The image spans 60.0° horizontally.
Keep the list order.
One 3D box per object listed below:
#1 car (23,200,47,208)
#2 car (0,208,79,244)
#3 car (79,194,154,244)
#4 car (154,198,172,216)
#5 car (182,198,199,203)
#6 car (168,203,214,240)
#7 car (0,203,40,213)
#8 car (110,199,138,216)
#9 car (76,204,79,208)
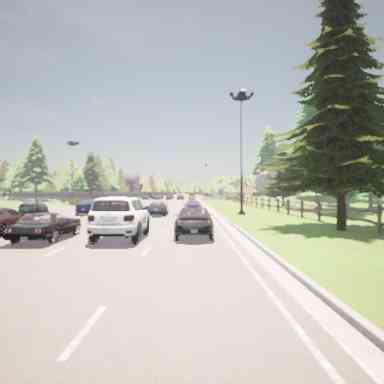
[{"bbox_3d":[-15.536,1.560,32.600,2.128,1.511,4.902,0,0,-11],"label":"car"},{"bbox_3d":[-6.901,1.634,15.902,1.895,1.301,4.718,0,0,0],"label":"car"},{"bbox_3d":[-3.400,1.256,16.250,2.150,2.045,5.566,0,0,0],"label":"car"},{"bbox_3d":[-3.400,1.634,33.293,1.994,1.385,4.181,0,0,0],"label":"car"},{"bbox_3d":[0.087,1.596,33.760,1.812,1.442,4.674,0,0,0],"label":"car"},{"bbox_3d":[0.099,1.528,17.113,2.128,1.511,4.902,0,0,0],"label":"car"},{"bbox_3d":[-10.415,1.564,18.129,1.812,1.442,4.674,0,0,0],"label":"car"},{"bbox_3d":[-6.899,1.549,34.289,1.882,1.535,5.008,0,0,0],"label":"car"},{"bbox_3d":[-10.399,1.550,34.290,1.882,1.535,5.008,0,0,0],"label":"car"}]
